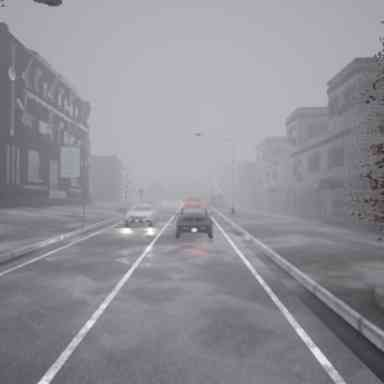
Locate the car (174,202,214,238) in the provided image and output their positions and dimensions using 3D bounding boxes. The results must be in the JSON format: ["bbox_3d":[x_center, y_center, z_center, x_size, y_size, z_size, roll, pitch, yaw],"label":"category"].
[{"bbox_3d":[0.108,1.523,17.965,1.837,1.490,4.892,0,0,0],"label":"car"}]

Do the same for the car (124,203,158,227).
[{"bbox_3d":[-3.489,1.548,23.334,1.812,1.442,4.674,0,0,0],"label":"car"}]

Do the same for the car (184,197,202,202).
[{"bbox_3d":[0.118,1.389,38.763,2.097,1.767,4.553,0,0,0],"label":"car"}]
